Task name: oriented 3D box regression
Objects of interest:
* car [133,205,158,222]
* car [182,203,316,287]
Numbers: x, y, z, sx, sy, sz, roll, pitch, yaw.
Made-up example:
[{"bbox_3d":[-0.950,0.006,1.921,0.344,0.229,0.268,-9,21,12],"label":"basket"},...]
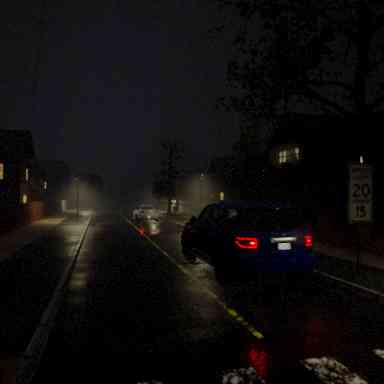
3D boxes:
[{"bbox_3d":[-4.168,1.860,29.671,1.812,1.442,4.674,0,-1,-15],"label":"car"},{"bbox_3d":[1.302,1.323,9.948,2.150,2.045,5.566,0,-1,-16],"label":"car"}]
